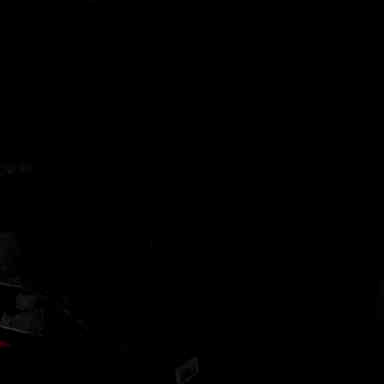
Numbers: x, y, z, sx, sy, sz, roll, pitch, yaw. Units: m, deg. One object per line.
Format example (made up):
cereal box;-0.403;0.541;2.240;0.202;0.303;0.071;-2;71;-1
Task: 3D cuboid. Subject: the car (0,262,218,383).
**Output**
car;-1.727;1.566;4.052;4.313;1.339;1.947;0;0;36
